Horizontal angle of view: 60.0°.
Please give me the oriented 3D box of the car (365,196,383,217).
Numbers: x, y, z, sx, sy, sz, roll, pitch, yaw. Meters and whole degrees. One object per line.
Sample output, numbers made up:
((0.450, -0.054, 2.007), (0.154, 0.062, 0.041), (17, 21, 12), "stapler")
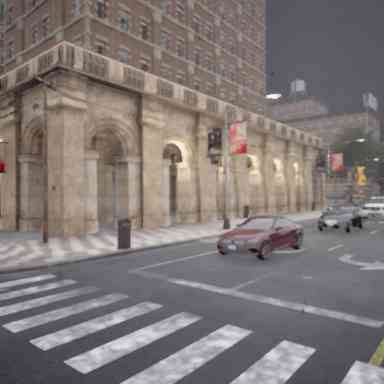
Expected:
((17.436, 1.422, 30.619), (2.150, 2.045, 5.566), (-1, -1, 40), "car")

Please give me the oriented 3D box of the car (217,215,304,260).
((2.904, 1.657, 13.217), (1.812, 1.442, 4.674), (-1, -1, 41), "car")

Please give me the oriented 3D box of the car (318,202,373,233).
((9.601, 1.654, 21.202), (2.128, 1.511, 4.902), (-1, -1, 40), "car")
